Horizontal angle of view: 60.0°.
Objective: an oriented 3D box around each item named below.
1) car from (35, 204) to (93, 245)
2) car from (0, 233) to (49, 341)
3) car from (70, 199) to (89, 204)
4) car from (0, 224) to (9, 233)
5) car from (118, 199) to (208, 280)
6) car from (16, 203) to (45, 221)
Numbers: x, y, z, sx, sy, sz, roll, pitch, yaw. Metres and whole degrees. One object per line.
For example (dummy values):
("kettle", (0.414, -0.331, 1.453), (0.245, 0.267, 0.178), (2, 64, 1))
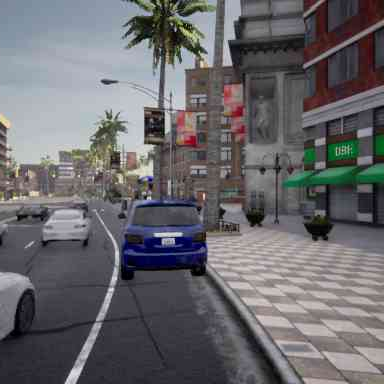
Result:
("car", (-5.604, 1.521, 15.196), (1.812, 1.442, 4.674), (0, 0, -15))
("car", (-3.408, 1.523, 3.644), (1.812, 1.442, 4.674), (0, 0, -3))
("car", (-12.486, 1.515, 36.799), (1.812, 1.442, 4.674), (0, 0, -18))
("car", (-8.246, 1.594, 12.070), (1.895, 1.301, 4.718), (0, 0, -14))
("car", (-1.055, 1.218, 10.220), (2.150, 2.045, 5.566), (0, 0, -11))
("car", (-12.916, 1.589, 27.171), (1.895, 1.301, 4.718), (0, 0, -18))
